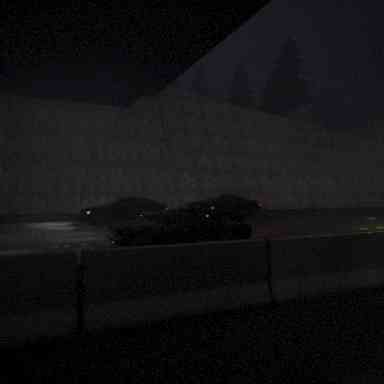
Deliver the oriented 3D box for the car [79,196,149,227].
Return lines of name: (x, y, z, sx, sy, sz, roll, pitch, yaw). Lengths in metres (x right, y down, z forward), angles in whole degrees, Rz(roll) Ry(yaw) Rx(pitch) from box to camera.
car: (-3.462, 0.958, 17.517, 4.674, 1.442, 1.812, 0, 2, -24)

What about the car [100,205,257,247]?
car: (-0.437, 1.264, 11.224, 4.718, 1.301, 1.895, 0, 2, -24)

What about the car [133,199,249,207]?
car: (-0.030, 1.158, 15.240, 4.718, 1.301, 1.895, 0, 2, -24)

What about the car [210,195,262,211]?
car: (2.414, 0.900, 24.003, 5.357, 1.411, 2.033, 0, 2, -24)
